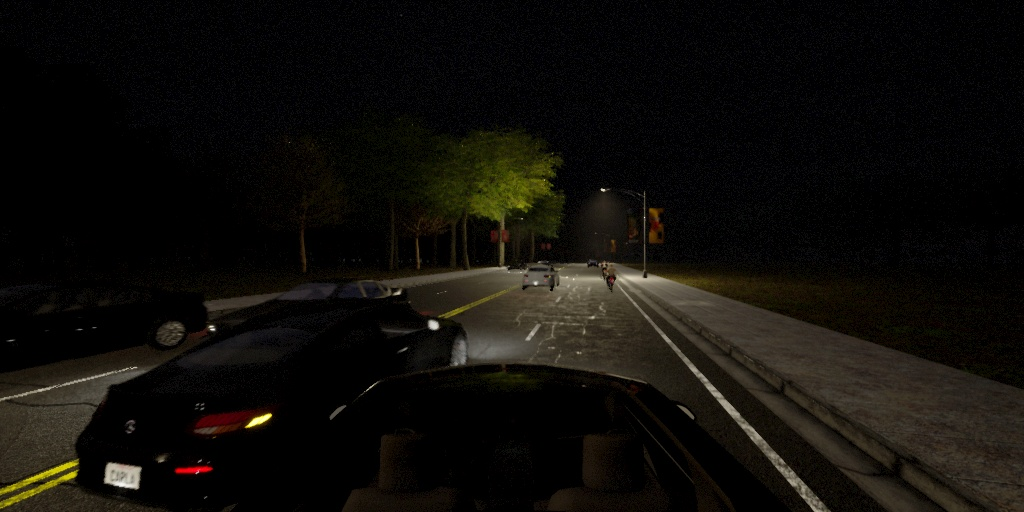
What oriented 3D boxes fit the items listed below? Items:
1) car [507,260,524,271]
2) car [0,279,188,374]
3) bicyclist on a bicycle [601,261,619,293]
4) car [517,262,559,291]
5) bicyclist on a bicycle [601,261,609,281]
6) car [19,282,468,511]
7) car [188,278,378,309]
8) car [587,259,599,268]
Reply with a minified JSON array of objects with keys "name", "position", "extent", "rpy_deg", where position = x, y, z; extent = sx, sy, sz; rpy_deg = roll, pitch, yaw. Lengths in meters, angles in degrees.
[{"name":"car","position":[0.657,1.264,47.756],"extent":[1.837,1.490,4.892],"rpy_deg":[0,0,13]},{"name":"car","position":[-8.514,1.227,6.471],"extent":[1.882,1.535,5.008],"rpy_deg":[0,0,13]},{"name":"bicyclist on a bicycle","position":[5.483,1.188,19.843],"extent":[0.866,1.612,1.509],"rpy_deg":[0,0,12]},{"name":"car","position":[1.834,1.277,22.164],"extent":[1.812,1.442,4.674],"rpy_deg":[0,0,13]},{"name":"bicyclist on a bicycle","position":[7.612,1.206,29.535],"extent":[0.582,1.620,1.656],"rpy_deg":[0,0,13]},{"name":"car","position":[-2.064,1.275,4.609],"extent":[1.812,1.442,4.674],"rpy_deg":[0,0,13]},{"name":"car","position":[-4.572,1.297,9.241],"extent":[2.033,1.411,5.357],"rpy_deg":[0,0,13]},{"name":"car","position":[14.253,1.380,63.096],"extent":[1.895,1.301,4.718],"rpy_deg":[0,0,13]}]
